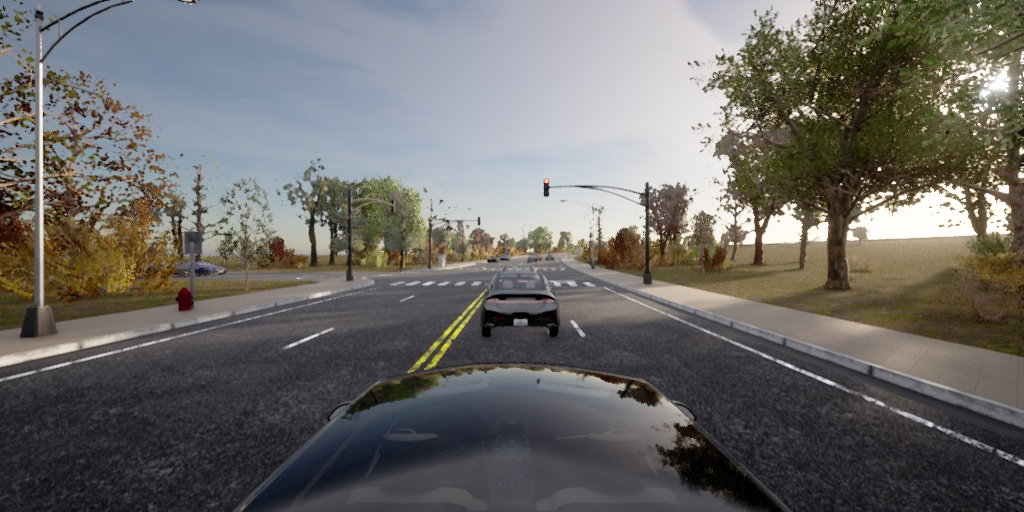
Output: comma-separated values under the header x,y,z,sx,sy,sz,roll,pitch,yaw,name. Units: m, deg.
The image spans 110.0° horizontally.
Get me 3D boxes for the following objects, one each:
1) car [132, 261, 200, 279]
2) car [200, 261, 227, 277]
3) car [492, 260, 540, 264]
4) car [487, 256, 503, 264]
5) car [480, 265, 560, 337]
x,y,z,sx,sy,sz,roll,pitch,yaw,name
-31.132,1.207,32.031,5.008,1.535,1.882,0,0,10,car
-30.550,1.253,35.229,4.674,1.442,1.812,0,0,10,car
0.291,1.115,15.336,2.128,1.511,4.902,0,1,2,car
-3.239,0.704,63.312,1.895,1.301,4.718,0,1,6,car
0.199,1.165,10.008,2.128,1.511,4.902,0,1,0,car
